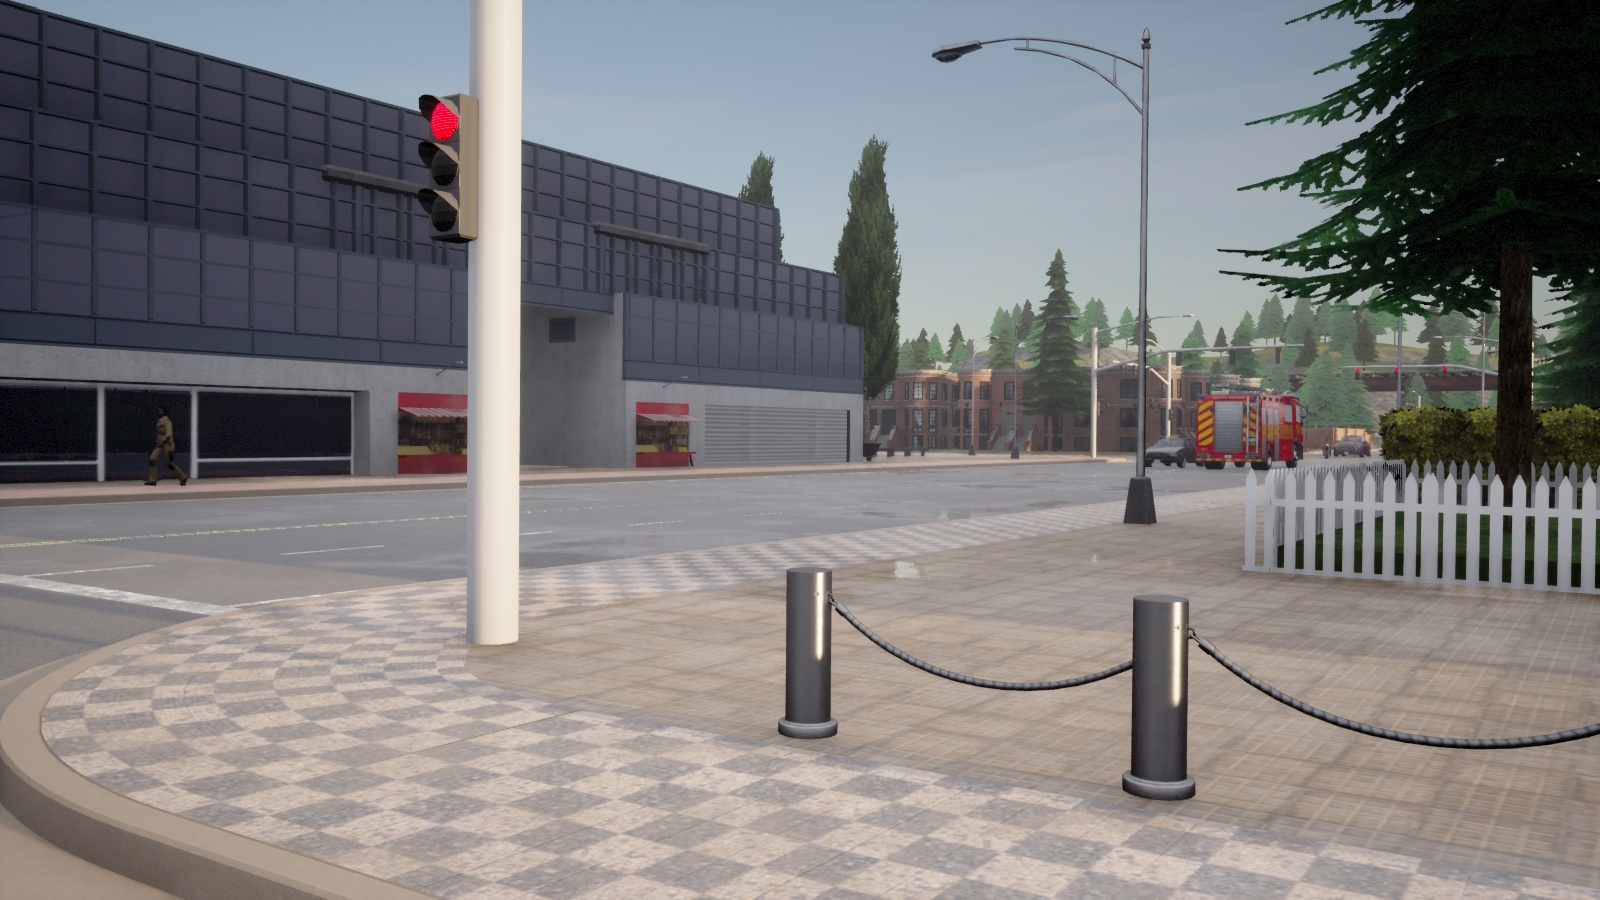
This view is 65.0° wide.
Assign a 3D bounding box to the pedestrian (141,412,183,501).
[{"bbox_3d":[-14.130,0.138,27.824,0.396,1.930,0.692,0,1,31],"label":"pedestrian"}]

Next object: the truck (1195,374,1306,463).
[{"bbox_3d":[21.085,-1.422,58.443,2.891,3.827,8.468,0,1,34],"label":"truck"}]

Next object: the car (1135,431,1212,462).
[{"bbox_3d":[17.878,-0.201,59.944,2.033,1.411,5.357,0,1,34],"label":"car"}]
